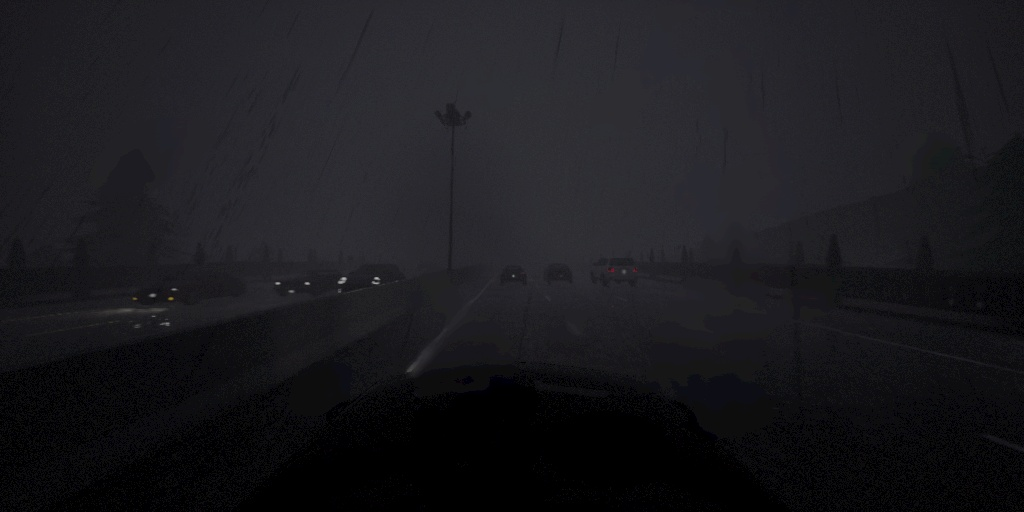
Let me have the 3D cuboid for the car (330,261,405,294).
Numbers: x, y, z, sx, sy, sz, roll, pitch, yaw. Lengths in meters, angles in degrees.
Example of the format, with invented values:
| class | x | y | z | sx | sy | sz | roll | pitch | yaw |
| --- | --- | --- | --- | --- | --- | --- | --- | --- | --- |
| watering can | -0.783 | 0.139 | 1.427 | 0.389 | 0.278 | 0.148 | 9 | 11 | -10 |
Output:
| class | x | y | z | sx | sy | sz | roll | pitch | yaw |
| --- | --- | --- | --- | --- | --- | --- | --- | --- | --- |
| car | -7.090 | 1.159 | 18.516 | 2.097 | 1.767 | 4.553 | 0 | 0 | 0 |

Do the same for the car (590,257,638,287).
| class | x | y | z | sx | sy | sz | roll | pitch | yaw |
| --- | --- | --- | --- | --- | --- | --- | --- | --- | --- |
| car | 7.106 | 1.056 | 25.424 | 2.150 | 2.045 | 5.566 | 0 | 0 | 0 |

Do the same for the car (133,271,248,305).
| class | x | y | z | sx | sy | sz | roll | pitch | yaw |
| --- | --- | --- | --- | --- | --- | --- | --- | --- | --- |
| car | -14.092 | 1.360 | 16.045 | 1.994 | 1.385 | 4.181 | 0 | 0 | 0 |

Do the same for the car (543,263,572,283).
| class | x | y | z | sx | sy | sz | roll | pitch | yaw |
| --- | --- | --- | --- | --- | --- | --- | --- | --- | --- |
| car | 3.608 | 1.325 | 28.823 | 1.882 | 1.535 | 5.008 | 0 | 0 | 0 |

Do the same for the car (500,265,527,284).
| class | x | y | z | sx | sy | sz | roll | pitch | yaw |
| --- | --- | --- | --- | --- | --- | --- | --- | --- | --- |
| car | 0.107 | 1.407 | 27.723 | 1.994 | 1.385 | 4.181 | 0 | 0 | 0 |

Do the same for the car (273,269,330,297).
| class | x | y | z | sx | sy | sz | roll | pitch | yaw |
| --- | --- | --- | --- | --- | --- | --- | --- | --- | --- |
| car | -10.592 | 1.410 | 19.450 | 1.895 | 1.301 | 4.718 | 0 | 0 | 0 |

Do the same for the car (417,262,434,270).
| class | x | y | z | sx | sy | sz | roll | pitch | yaw |
| --- | --- | --- | --- | --- | --- | --- | --- | --- | --- |
| car | -13.982 | 1.578 | 57.991 | 1.895 | 1.301 | 4.718 | 0 | -3 | 0 |
